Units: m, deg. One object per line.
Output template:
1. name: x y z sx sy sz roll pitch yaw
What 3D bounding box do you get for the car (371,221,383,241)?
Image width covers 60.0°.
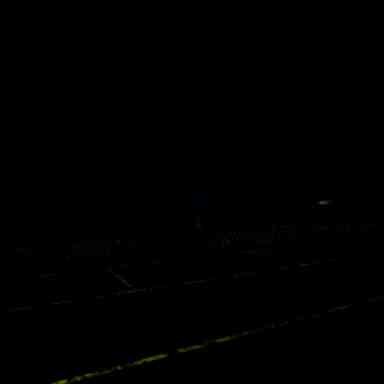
1. car: 10.181 1.557 15.382 4.313 1.339 1.947 0 0 -30
